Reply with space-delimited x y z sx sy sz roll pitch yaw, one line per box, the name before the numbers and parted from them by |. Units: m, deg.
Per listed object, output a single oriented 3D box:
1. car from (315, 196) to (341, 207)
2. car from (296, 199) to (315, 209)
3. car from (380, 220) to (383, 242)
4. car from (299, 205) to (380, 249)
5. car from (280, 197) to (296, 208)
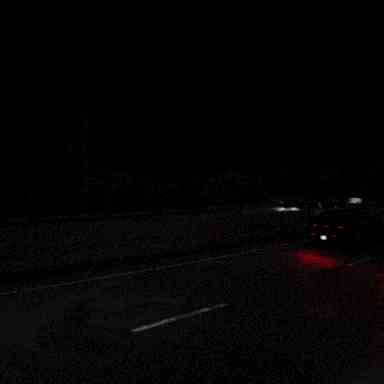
car | 15.187 1.478 36.162 1.882 1.535 5.008 0 0 32
car | 15.152 1.564 42.934 1.994 1.385 4.181 0 0 29
car | 8.630 1.222 11.410 5.566 2.045 2.150 0 0 -44
car | 6.837 1.505 14.576 4.892 1.490 1.837 0 0 -44
car | 14.249 1.478 48.727 1.882 1.535 5.008 0 0 26
